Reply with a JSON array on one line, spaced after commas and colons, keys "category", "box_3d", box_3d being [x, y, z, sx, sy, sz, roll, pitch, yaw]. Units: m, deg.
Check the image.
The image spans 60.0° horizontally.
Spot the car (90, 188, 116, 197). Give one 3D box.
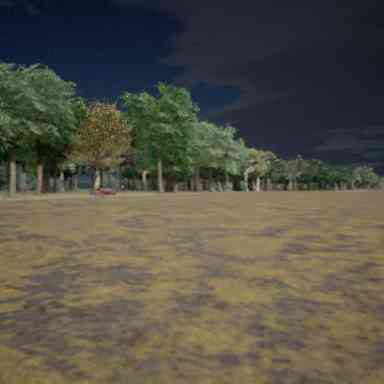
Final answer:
[{"category": "car", "box_3d": [-14.886, 0.019, 55.588, 1.812, 1.442, 4.674, -1, 0, 36]}]
